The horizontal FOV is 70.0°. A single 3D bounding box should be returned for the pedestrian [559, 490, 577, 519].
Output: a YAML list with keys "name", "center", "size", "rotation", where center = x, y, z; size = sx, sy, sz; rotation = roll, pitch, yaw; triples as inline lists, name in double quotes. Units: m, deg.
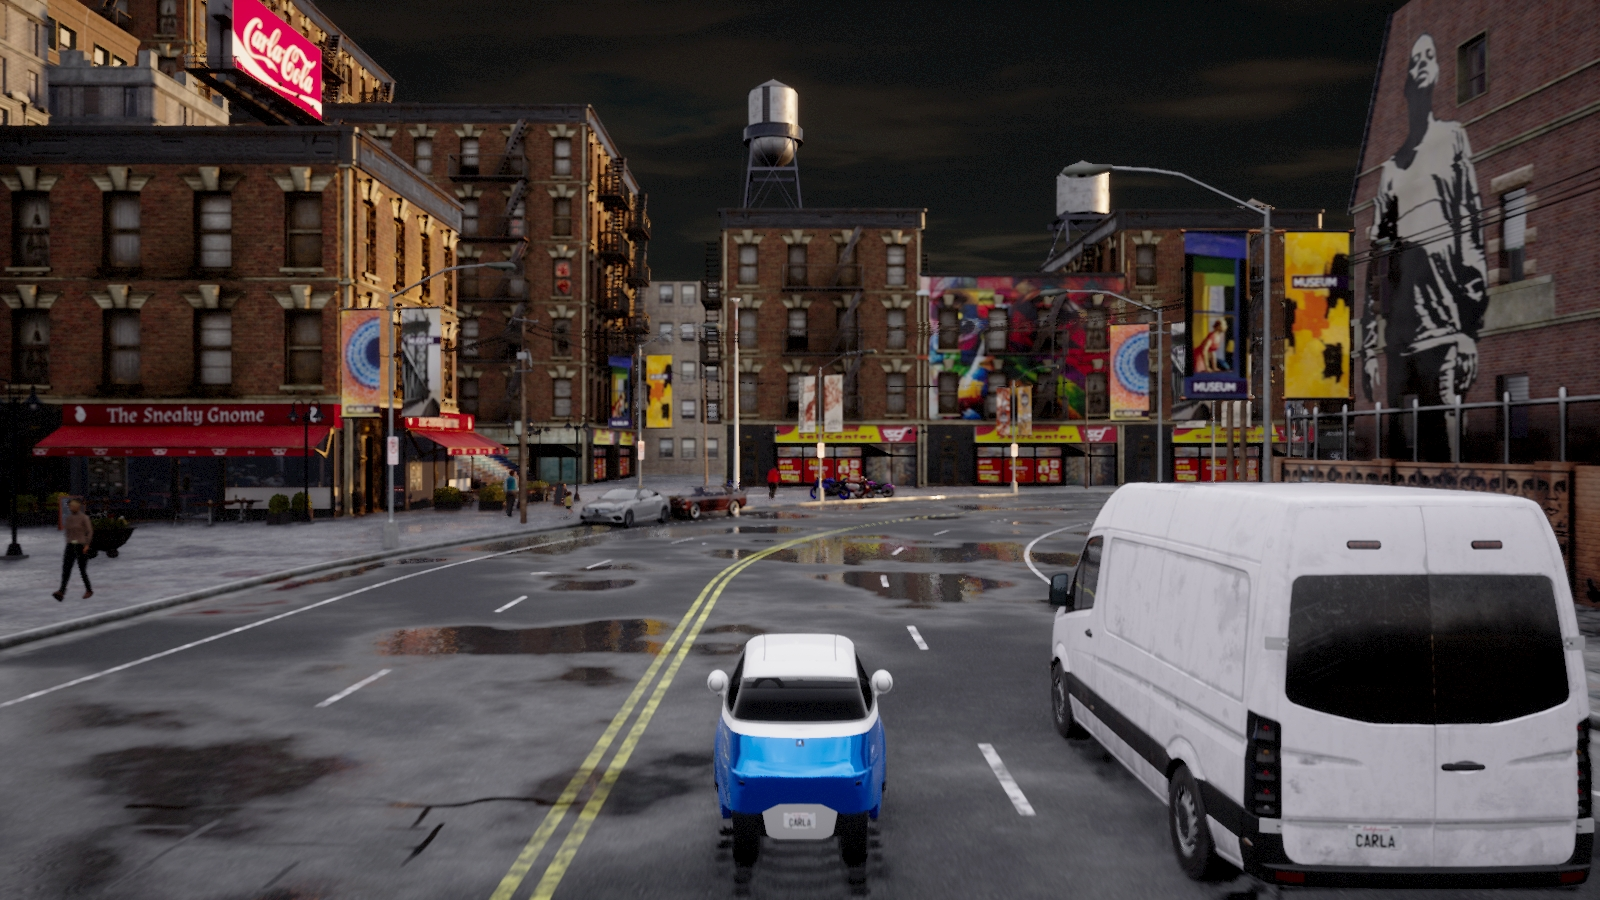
- name: "pedestrian"
  center: [-8.856, 2.071, 43.600]
  size: [0.500, 1.100, 0.500]
  rotation: [0, 0, 41]

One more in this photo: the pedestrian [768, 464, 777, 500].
- name: "pedestrian"
  center: [-1.441, 1.689, 59.613]
  size: [0.375, 1.860, 0.375]
  rotation: [0, 0, 26]

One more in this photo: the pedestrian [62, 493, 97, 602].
- name: "pedestrian"
  center: [-12.596, 1.694, 19.967]
  size: [0.375, 1.860, 0.375]
  rotation: [0, 0, -1]

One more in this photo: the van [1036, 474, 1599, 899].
- name: "van"
  center: [3.512, 1.533, 9.239]
  size: [1.988, 2.561, 5.915]
  rotation: [0, 0, 0]

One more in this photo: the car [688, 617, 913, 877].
- name: "car"
  center: [0.000, 2.119, 8.628]
  size: [1.481, 1.376, 2.207]
  rotation: [0, 0, 0]

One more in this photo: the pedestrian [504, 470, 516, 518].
- name: "pedestrian"
  center: [-11.266, 1.692, 44.376]
  size: [0.375, 1.860, 0.375]
  rotation: [0, 0, 5]
